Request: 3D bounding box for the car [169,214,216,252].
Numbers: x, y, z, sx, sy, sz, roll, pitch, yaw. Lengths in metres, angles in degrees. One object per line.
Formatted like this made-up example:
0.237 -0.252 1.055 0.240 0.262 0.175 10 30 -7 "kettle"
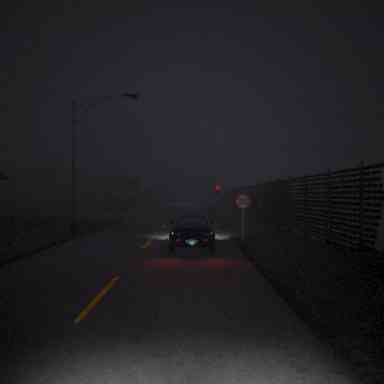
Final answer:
0.009 1.661 14.372 1.812 1.442 4.674 0 0 0 "car"
